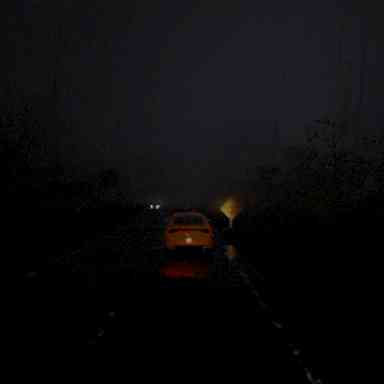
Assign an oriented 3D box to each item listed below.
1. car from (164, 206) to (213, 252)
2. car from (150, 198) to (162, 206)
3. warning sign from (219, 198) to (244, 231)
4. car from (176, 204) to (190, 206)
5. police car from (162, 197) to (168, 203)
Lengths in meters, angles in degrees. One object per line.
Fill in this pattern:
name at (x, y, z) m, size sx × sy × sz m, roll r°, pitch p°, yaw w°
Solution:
car at (-0.171, 1.617, 14.541) m, size 1.882 × 1.535 × 5.008 m, roll 0°, pitch 0°, yaw -1°
car at (-8.050, 2.249, 71.301) m, size 1.994 × 1.385 × 4.181 m, roll 0°, pitch -1°, yaw -8°
warning sign at (2.314, 1.302, 19.664) m, size 1.300 × 1.860 × 1.060 m, roll 0°, pitch 0°, yaw -2°
car at (-0.807, 1.808, 29.470) m, size 1.812 × 1.442 × 4.674 m, roll 0°, pitch 0°, yaw -3°
police car at (-7.997, 2.361, 94.514) m, size 1.930 × 1.638 × 5.238 m, roll 0°, pitch -1°, yaw -11°
